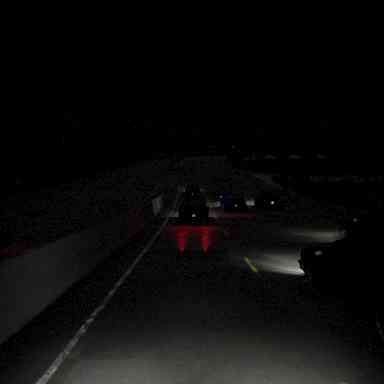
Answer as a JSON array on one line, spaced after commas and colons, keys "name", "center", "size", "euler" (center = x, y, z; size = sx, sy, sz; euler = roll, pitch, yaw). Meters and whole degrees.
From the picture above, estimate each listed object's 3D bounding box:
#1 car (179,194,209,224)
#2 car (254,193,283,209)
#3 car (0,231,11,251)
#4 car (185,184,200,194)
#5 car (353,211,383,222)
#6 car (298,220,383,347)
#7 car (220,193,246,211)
[{"name": "car", "center": [0.107, 1.188, 22.655], "size": [1.882, 1.535, 5.008], "euler": [0, 2, 0]}, {"name": "car", "center": [7.104, 0.770, 31.333], "size": [1.994, 1.385, 4.181], "euler": [0, 4, 0]}, {"name": "car", "center": [-7.080, 1.538, 9.055], "size": [1.895, 1.301, 4.718], "euler": [0, 0, 0]}, {"name": "car", "center": [0.067, -0.279, 41.303], "size": [2.128, 1.511, 4.902], "euler": [0, 7, 0]}, {"name": "car", "center": [7.104, 1.394, 11.892], "size": [1.882, 1.535, 5.008], "euler": [0, 0, 0]}, {"name": "car", "center": [3.603, 1.505, 5.985], "size": [2.033, 1.411, 5.357], "euler": [0, 0, 0]}, {"name": "car", "center": [3.606, 0.797, 29.780], "size": [1.882, 1.535, 5.008], "euler": [0, 4, 0]}]
